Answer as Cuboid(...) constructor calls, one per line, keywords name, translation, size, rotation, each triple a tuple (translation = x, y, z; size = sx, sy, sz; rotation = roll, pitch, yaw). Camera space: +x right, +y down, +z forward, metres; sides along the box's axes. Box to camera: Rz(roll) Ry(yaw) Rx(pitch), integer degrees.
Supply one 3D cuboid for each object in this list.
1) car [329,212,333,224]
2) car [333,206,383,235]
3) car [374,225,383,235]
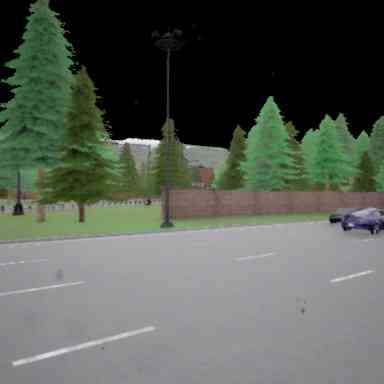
Cuboid(name="car", translation=(12.383, 1.770, 25.501), size=(4.181, 1.385, 1.994), rotation=(0, 0, -35))
Cuboid(name="car", translation=(10.821, 1.694, 20.051), size=(4.674, 1.442, 1.812), rotation=(0, 0, -35))
Cuboid(name="car", translation=(7.366, 1.640, 8.994), size=(5.357, 1.411, 2.033), rotation=(1, 0, -35))
